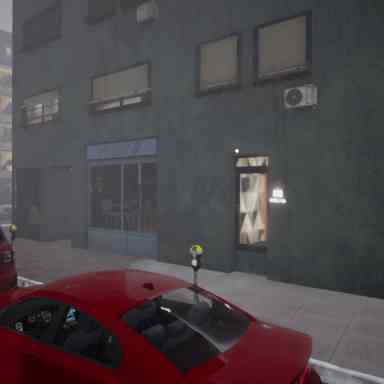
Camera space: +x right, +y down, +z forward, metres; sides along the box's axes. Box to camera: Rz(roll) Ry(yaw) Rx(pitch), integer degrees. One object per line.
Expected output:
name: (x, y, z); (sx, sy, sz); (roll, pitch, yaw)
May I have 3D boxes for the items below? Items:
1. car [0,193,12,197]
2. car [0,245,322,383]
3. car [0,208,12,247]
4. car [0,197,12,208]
car: (-18.566, 1.031, 31.833); (2.192, 1.841, 5.009); (2, 2, 35)
car: (-1.018, 1.544, 3.571); (4.507, 1.381, 1.887); (0, 0, 35)
car: (-5.546, 1.314, 6.742); (5.009, 1.841, 2.192); (0, 0, 35)
car: (-17.666, 1.368, 28.598); (1.895, 1.301, 4.718); (1, 1, 34)
